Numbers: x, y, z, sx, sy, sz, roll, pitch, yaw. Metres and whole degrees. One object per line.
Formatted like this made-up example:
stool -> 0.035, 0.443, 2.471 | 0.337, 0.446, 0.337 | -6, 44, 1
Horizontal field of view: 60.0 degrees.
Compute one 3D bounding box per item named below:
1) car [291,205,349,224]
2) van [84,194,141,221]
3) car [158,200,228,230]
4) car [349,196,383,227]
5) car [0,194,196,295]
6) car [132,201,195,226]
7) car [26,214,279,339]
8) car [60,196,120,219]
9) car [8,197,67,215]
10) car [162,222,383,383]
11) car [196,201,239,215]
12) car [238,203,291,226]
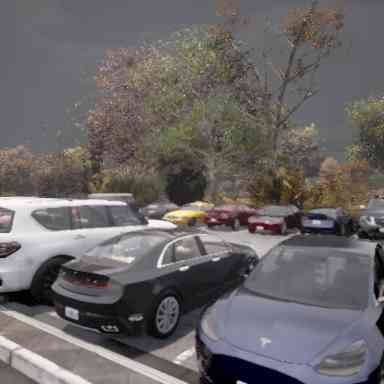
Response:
car -> 7.179, 1.474, 17.447 | 2.163, 1.488, 4.792 | 0, 0, 35
van -> -6.384, 1.134, 27.211 | 1.878, 1.987, 4.442 | 0, 0, 36
car -> 0.246, 1.399, 22.117 | 1.946, 1.575, 5.366 | 0, 0, 35
car -> 9.415, 1.209, 15.786 | 2.435, 2.045, 5.566 | 0, 0, 35
car -> -2.563, 1.179, 8.325 | 2.435, 2.045, 5.566 | 0, 0, 35
car -> -1.916, 1.428, 23.881 | 2.002, 1.452, 4.674 | 0, 0, 35
car -> -0.296, 1.445, 6.672 | 2.231, 1.521, 4.892 | 0, 0, 36
car -> -8.734, 1.224, 28.705 | 2.185, 1.767, 4.553 | 0, 0, 35
car -> -15.514, 1.331, 33.590 | 2.097, 1.535, 5.008 | 0, 0, 36
car -> 1.969, 1.490, 5.030 | 2.163, 1.488, 4.792 | 0, 0, 35
car -> 2.621, 1.416, 20.648 | 2.097, 1.535, 5.008 | 0, 0, 35
car -> 4.876, 1.460, 19.014 | 2.163, 1.488, 4.792 | 0, 0, 35
